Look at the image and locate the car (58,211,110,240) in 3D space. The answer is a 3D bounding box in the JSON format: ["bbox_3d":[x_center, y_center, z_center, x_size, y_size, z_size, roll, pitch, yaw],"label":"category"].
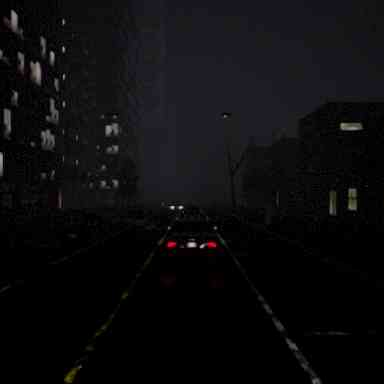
[{"bbox_3d":[-5.703,1.730,18.009,1.947,1.339,4.313,-1,-1,0],"label":"car"}]

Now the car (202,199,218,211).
[{"bbox_3d":[2.708,2.004,46.170,1.802,1.307,4.206,-1,-1,0],"label":"car"}]

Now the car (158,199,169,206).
[{"bbox_3d":[-5.838,2.175,68.804,1.887,1.381,4.507,-1,-1,0],"label":"car"}]

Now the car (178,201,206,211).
[{"bbox_3d":[0.024,1.789,28.907,1.812,1.442,4.674,0,0,0],"label":"car"}]

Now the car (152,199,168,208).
[{"bbox_3d":[-5.810,2.076,57.515,2.008,1.369,4.403,-1,-1,0],"label":"car"}]

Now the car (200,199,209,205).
[{"bbox_3d":[2.800,2.209,74.561,1.752,1.417,4.829,-1,-1,0],"label":"car"}]

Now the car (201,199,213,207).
[{"bbox_3d":[2.802,2.128,63.103,2.008,1.369,4.403,-1,-1,0],"label":"car"}]

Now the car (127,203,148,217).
[{"bbox_3d":[-5.705,1.863,34.941,1.887,1.381,4.507,-1,-1,0],"label":"car"}]

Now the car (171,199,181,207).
[{"bbox_3d":[-3.021,2.075,65.317,1.882,1.535,5.008,0,-1,0],"label":"car"}]

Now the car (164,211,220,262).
[{"bbox_3d":[0.010,1.662,12.512,2.033,1.411,5.357,0,0,0],"label":"car"}]
